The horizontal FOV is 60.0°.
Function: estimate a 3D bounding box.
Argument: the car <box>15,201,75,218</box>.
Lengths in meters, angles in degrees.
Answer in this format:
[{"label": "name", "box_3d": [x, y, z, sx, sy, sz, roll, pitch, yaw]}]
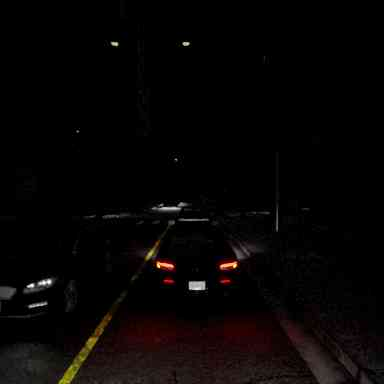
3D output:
[{"label": "car", "box_3d": [-14.082, 1.710, 31.541, 4.718, 1.301, 1.895, -1, 0, -1]}]

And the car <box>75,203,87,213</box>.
[{"label": "car", "box_3d": [-14.404, 1.687, 37.465, 4.829, 1.417, 1.752, -1, 0, 0]}]

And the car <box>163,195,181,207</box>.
[{"label": "car", "box_3d": [-3.109, 1.547, 49.482, 1.994, 1.385, 4.181, 0, 0, 0]}]

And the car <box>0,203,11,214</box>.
[{"label": "car", "box_3d": [-19.858, 1.761, 37.433, 4.507, 1.381, 1.887, -1, 0, 0]}]

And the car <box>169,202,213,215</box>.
[{"label": "car", "box_3d": [0.097, 1.491, 17.671, 2.128, 1.511, 4.902, 0, 0, 1]}]

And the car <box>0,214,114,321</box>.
[{"label": "car", "box_3d": [-3.105, 1.493, 7.545, 2.128, 1.511, 4.902, 0, 0, 0]}]

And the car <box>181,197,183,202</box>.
[{"label": "car", "box_3d": [-3.092, 1.480, 59.435, 1.837, 1.490, 4.892, 0, 0, 0]}]

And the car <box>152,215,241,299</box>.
[{"label": "car", "box_3d": [0.095, 1.526, 8.306, 1.812, 1.442, 4.674, 0, 0, 0]}]

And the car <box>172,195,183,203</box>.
[{"label": "car", "box_3d": [-3.018, 1.458, 69.524, 2.128, 1.511, 4.902, 0, 0, 0]}]
